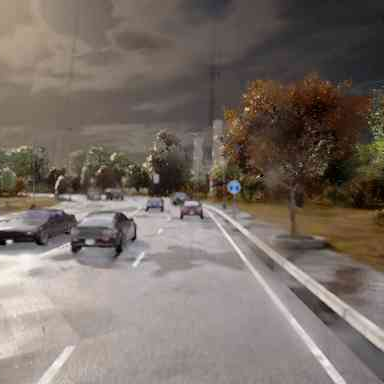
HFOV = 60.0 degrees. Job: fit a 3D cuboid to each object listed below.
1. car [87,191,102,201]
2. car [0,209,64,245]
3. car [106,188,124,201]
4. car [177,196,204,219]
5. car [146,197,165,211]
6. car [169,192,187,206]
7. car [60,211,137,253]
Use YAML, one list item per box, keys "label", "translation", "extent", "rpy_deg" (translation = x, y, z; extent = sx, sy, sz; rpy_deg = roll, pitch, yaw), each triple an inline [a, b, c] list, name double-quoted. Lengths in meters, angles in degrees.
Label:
- label: "car"
  translation: [-16.019, 0.674, 54.487]
  extent: [2.128, 1.511, 4.902]
  rpy_deg: [0, 1, -24]
- label: "car"
  translation: [-7.003, 1.486, 15.419]
  extent: [2.033, 1.411, 5.357]
  rpy_deg: [0, 1, 0]
- label: "car"
  translation: [-13.169, 0.389, 56.740]
  extent: [2.150, 2.045, 5.566]
  rpy_deg: [0, 1, -25]
- label: "car"
  translation: [-0.054, 1.317, 26.842]
  extent: [1.812, 1.442, 4.674]
  rpy_deg: [0, 1, -1]
- label: "car"
  translation: [-3.900, 1.180, 35.202]
  extent: [2.033, 1.411, 5.357]
  rpy_deg: [0, 1, -5]
- label: "car"
  translation: [-1.746, 0.825, 43.996]
  extent: [2.097, 1.767, 4.553]
  rpy_deg: [0, 1, -11]
- label: "car"
  translation: [-3.416, 1.482, 13.421]
  extent: [1.812, 1.442, 4.674]
  rpy_deg: [0, 0, 0]
